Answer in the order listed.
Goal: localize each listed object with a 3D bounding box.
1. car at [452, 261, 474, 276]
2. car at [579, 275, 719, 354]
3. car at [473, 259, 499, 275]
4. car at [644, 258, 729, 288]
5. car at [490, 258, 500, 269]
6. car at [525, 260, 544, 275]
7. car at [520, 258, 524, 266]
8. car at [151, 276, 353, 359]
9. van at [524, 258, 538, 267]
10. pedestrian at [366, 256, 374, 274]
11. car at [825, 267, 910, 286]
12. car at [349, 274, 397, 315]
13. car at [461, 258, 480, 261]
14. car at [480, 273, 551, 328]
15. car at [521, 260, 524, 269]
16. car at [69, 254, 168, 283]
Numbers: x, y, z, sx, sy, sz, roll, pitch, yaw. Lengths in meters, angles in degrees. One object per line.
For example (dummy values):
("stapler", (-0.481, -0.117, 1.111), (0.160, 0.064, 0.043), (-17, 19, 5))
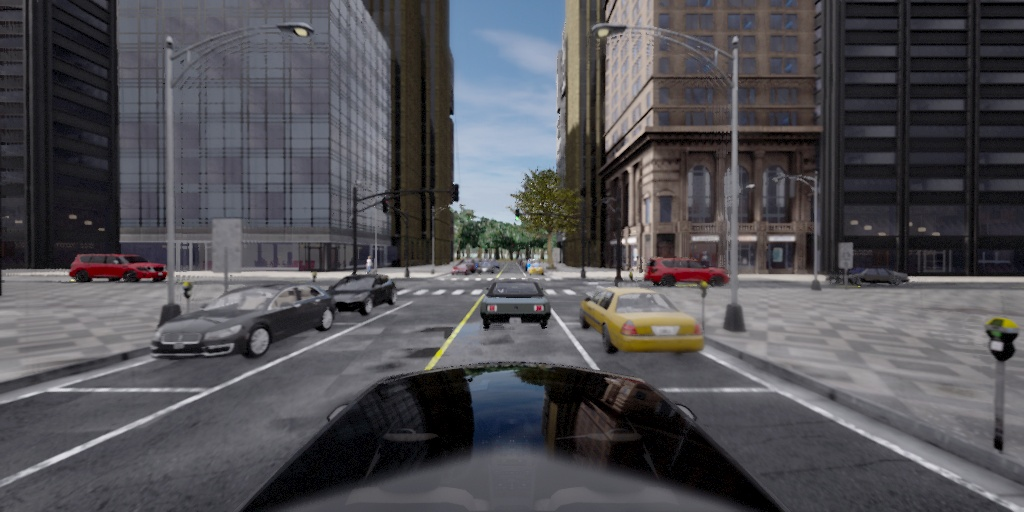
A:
("car", (-5.768, 1.510, 40.742), (1.802, 1.307, 4.207), (0, 0, 0))
("car", (2.761, 1.312, 8.738), (1.751, 1.417, 4.829), (0, 0, 0))
("car", (-3.099, 1.428, 43.157), (2.128, 1.511, 4.902), (0, 0, 0))
("car", (12.391, 1.204, 25.714), (5.566, 2.045, 2.150), (0, 0, 3))
("car", (-3.051, 1.541, 61.576), (2.033, 1.411, 5.357), (0, 0, 1))
("car", (2.757, 1.453, 40.922), (1.751, 1.417, 4.829), (0, 0, 0))
("car", (2.754, 1.523, 63.641), (1.751, 1.417, 4.829), (0, 0, 0))
("car", (-5.764, 1.336, 8.392), (2.007, 1.370, 4.403), (0, 0, 0))
("van", (2.756, 1.289, 46.432), (1.690, 1.789, 3.998), (0, 0, 0))
("pedestrian", (-12.527, 0.893, 31.576), (0.375, 1.860, 0.375), (0, 0, 0))
("car", (28.323, 1.613, 28.625), (5.357, 1.411, 2.033), (0, 0, 0))
("car", (-5.765, 1.378, 13.771), (1.948, 1.339, 4.313), (0, 0, 0))
("car", (-5.769, 1.262, 46.423), (2.192, 1.841, 5.009), (0, 0, 0))
("car", (0.094, 1.402, 11.574), (1.895, 1.301, 4.718), (0, 0, 0))
("car", (2.755, 1.532, 52.112), (1.948, 1.339, 4.313), (0, 0, 0))
("car", (-27.578, 0.876, 25.312), (5.566, 2.045, 2.150), (1, 0, 0))
